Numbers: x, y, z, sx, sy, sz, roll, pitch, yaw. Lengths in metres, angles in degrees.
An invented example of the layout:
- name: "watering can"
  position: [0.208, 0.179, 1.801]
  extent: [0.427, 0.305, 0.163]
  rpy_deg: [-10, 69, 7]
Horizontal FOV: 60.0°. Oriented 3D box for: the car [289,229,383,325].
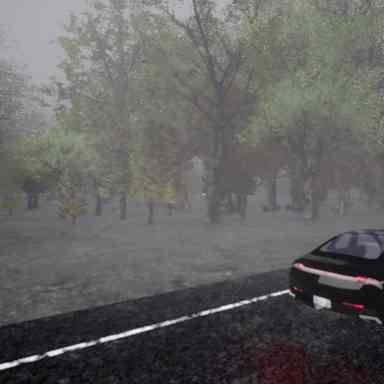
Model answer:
- name: "car"
  position: [4.004, 1.504, 6.600]
  extent: [4.902, 1.511, 2.128]
  rpy_deg: [0, 0, -35]
